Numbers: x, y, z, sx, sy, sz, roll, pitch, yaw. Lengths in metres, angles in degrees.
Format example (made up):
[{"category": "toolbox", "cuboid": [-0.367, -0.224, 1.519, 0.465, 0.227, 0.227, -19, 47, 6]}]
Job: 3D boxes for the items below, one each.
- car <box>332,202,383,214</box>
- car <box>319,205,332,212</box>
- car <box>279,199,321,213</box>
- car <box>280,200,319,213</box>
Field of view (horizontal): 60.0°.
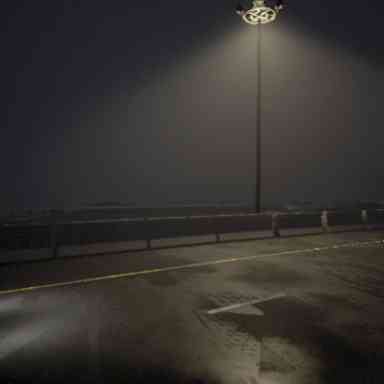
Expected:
[{"category": "car", "cuboid": [14.638, 1.605, 28.373, 4.892, 1.490, 1.837, 0, 0, -25]}, {"category": "car", "cuboid": [14.908, 1.667, 32.359, 4.181, 1.385, 1.994, 0, 0, -25]}, {"category": "car", "cuboid": [12.721, 1.617, 39.064, 4.674, 1.442, 1.812, 0, 0, -24]}, {"category": "car", "cuboid": [11.297, 1.606, 34.535, 4.674, 1.442, 1.812, 0, 0, -25]}]
